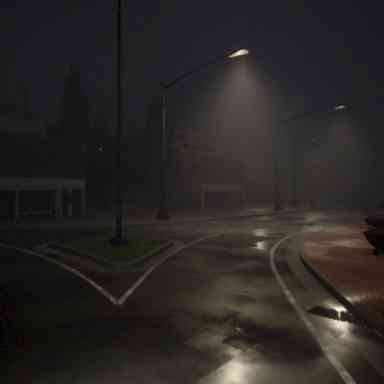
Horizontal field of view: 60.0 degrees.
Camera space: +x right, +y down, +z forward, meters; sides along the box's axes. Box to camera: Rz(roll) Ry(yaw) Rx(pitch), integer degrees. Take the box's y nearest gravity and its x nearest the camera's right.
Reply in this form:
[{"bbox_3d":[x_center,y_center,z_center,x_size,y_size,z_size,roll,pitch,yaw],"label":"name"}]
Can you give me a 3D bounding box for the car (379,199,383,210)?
[{"bbox_3d":[24.932,1.538,41.682,2.128,1.511,4.902,0,0,43],"label":"car"}]
